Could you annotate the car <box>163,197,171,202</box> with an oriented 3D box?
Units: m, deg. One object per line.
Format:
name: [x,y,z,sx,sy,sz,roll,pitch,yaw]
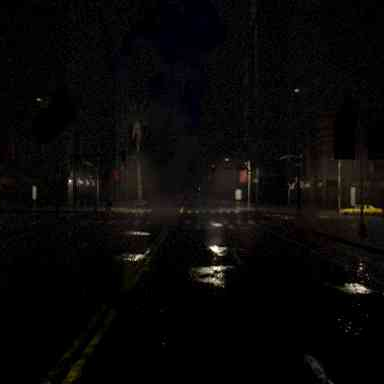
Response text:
car: [-6.471,2.013,86.996,1.895,1.301,4.718,0,0,0]

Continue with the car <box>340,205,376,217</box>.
car: [20.606,2.235,40.566,4.829,1.417,1.752,1,-2,0]

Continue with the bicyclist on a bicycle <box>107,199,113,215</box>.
bicyclist on a bicycle: [-8.746,1.620,35.268,0.659,1.776,1.843,1,0,0]

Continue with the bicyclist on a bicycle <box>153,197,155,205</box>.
bicyclist on a bicycle: [-8.699,2.078,75.727,0.659,1.776,1.843,0,-2,0]

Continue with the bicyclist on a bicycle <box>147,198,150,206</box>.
bicyclist on a bicycle: [-8.705,2.081,66.885,0.582,1.620,1.656,0,0,0]

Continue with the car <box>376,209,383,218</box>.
car: [20.743,2.146,32.039,4.507,1.381,1.887,1,-2,0]

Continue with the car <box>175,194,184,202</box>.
car: [-3.221,1.643,86.998,2.150,2.045,5.566,0,0,0]
